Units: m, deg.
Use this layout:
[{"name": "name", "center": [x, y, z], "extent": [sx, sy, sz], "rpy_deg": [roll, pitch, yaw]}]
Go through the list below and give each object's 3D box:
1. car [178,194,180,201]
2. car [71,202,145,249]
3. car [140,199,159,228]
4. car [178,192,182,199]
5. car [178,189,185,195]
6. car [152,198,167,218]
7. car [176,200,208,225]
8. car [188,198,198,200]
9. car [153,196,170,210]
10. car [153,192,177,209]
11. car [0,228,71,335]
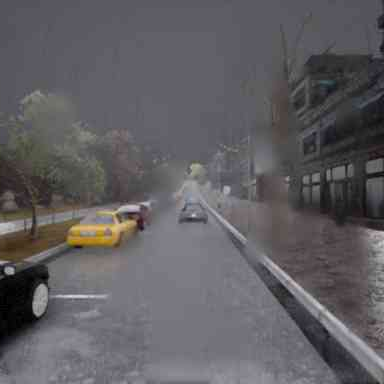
[{"name": "car", "center": [-3.641, 1.400, 54.235], "extent": [2.163, 1.488, 4.792], "rpy_deg": [-1, 1, 2]}, {"name": "car", "center": [-3.638, 1.469, 14.545], "extent": [1.946, 1.575, 5.366], "rpy_deg": [0, 0, 2]}, {"name": "car", "center": [-3.643, 1.473, 20.926], "extent": [2.097, 1.535, 5.008], "rpy_deg": [0, 0, 2]}, {"name": "car", "center": [-3.619, 1.285, 65.482], "extent": [1.946, 1.575, 5.366], "rpy_deg": [0, 1, 2]}, {"name": "car", "center": [-3.595, 0.848, 84.874], "extent": [2.185, 1.767, 4.553], "rpy_deg": [2, 2, 2]}, {"name": "car", "center": [-3.641, 1.463, 26.482], "extent": [2.231, 1.521, 4.892], "rpy_deg": [0, 0, 2]}, {"name": "car", "center": [0.110, 1.517, 23.833], "extent": [1.994, 1.385, 4.181], "rpy_deg": [0, 0, 0]}, {"name": "car", "center": [0.117, 1.452, 41.717], "extent": [2.033, 1.411, 5.357], "rpy_deg": [0, 0, 0]}, {"name": "car", "center": [-3.638, 1.432, 32.024], "extent": [2.097, 1.535, 5.008], "rpy_deg": [0, 0, 2]}, {"name": "car", "center": [-3.634, 1.136, 40.976], "extent": [2.435, 2.045, 5.566], "rpy_deg": [0, 0, 2]}, {"name": "car", "center": [-3.650, 1.491, 4.292], "extent": [2.097, 1.535, 5.008], "rpy_deg": [0, 0, 2]}]
